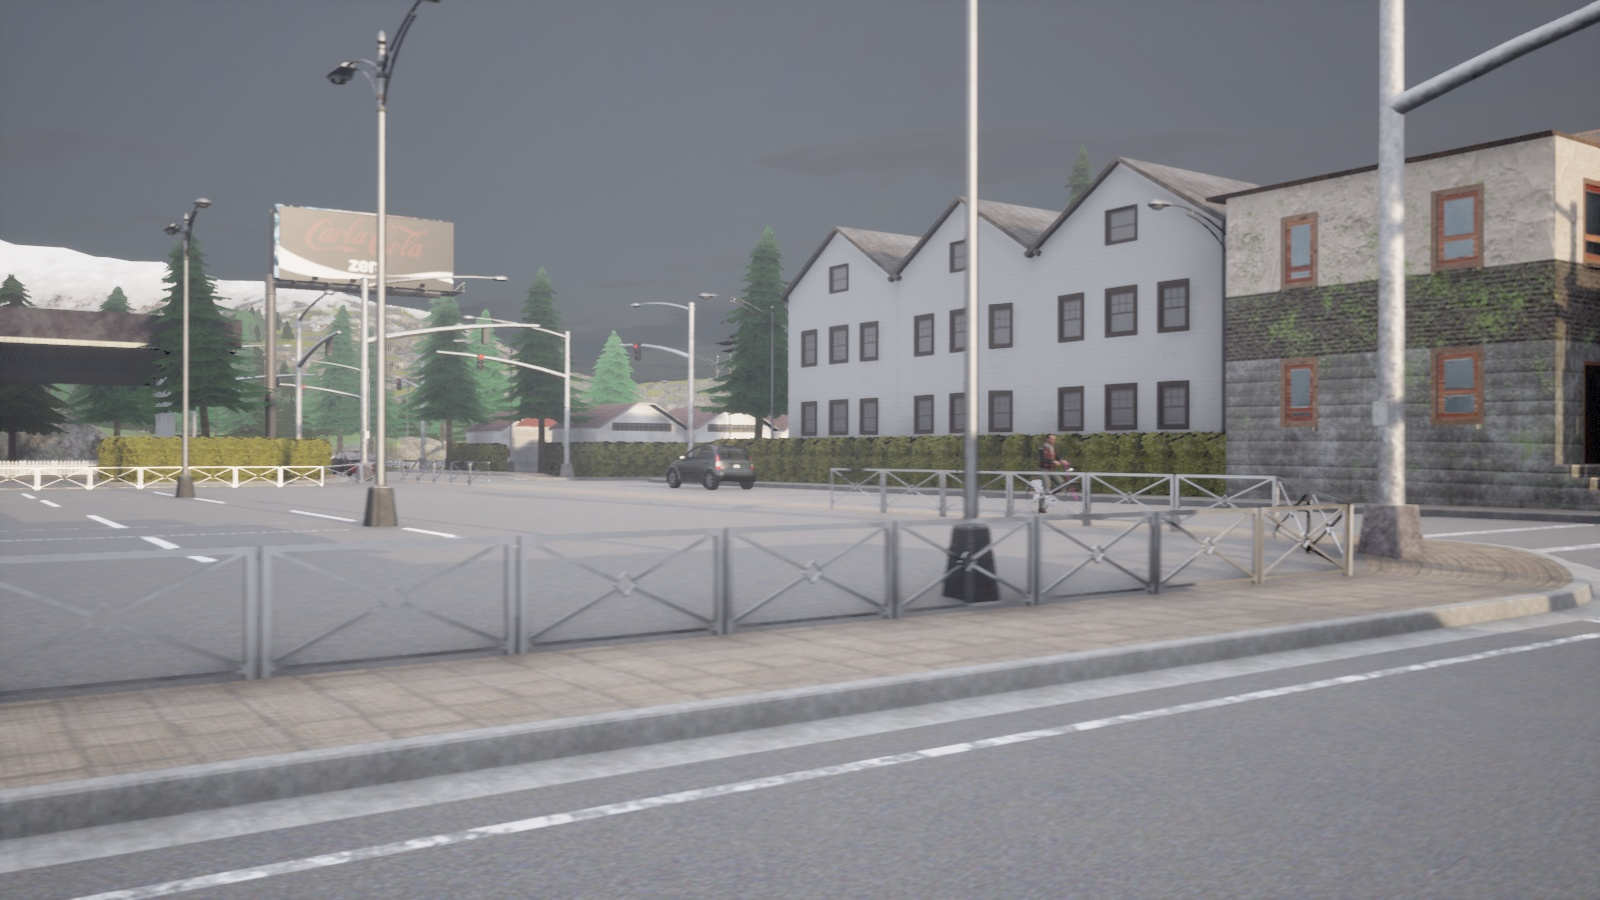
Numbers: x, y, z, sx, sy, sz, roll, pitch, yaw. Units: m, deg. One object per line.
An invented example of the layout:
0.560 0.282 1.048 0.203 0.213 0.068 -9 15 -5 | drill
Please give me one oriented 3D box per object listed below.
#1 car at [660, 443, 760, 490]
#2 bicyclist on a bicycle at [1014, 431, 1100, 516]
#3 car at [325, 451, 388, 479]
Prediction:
-3.333 0.586 45.816 1.851 1.617 3.988 0 0 -35 | car
5.491 0.493 26.922 0.659 1.776 1.843 0 0 -35 | bicyclist on a bicycle
-25.224 0.868 71.289 2.163 1.488 4.792 -1 0 -35 | car
